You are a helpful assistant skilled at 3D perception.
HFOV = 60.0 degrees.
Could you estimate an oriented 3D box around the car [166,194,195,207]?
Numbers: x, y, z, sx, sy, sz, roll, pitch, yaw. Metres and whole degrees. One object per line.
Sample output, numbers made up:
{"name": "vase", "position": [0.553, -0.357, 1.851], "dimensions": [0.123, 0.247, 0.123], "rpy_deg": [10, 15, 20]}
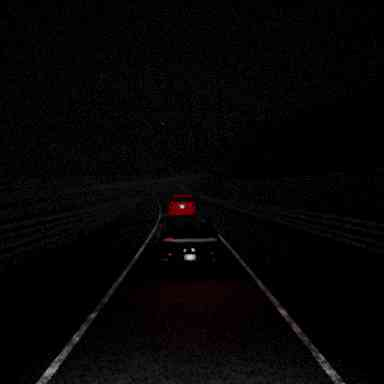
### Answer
{"name": "car", "position": [-0.920, 1.212, 27.748], "dimensions": [2.150, 2.045, 5.566], "rpy_deg": [0, 0, -4]}

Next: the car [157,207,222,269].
{"name": "car", "position": [-0.114, 1.487, 11.112], "dimensions": [2.128, 1.511, 4.902], "rpy_deg": [0, 0, -1]}
